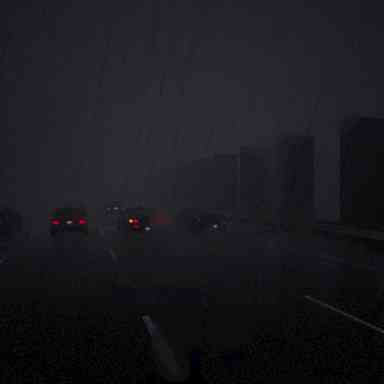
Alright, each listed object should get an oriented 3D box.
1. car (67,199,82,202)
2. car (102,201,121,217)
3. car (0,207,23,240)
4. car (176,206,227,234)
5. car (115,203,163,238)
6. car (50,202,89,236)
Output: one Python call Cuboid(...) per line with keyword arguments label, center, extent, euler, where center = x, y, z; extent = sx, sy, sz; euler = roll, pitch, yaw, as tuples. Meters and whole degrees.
Cuboid(label="car", center=(-12.338, 1.453, 35.010), extent=(1.882, 1.535, 5.008), euler=(0, 0, -19))
Cuboid(label="car", center=(-7.479, 1.527, 31.681), extent=(2.033, 1.411, 5.357), euler=(0, 0, -19))
Cuboid(label="car", center=(-9.838, 1.463, 16.662), extent=(1.882, 1.535, 5.008), euler=(0, 0, -18))
Cuboid(label="car", center=(0.449, 1.517, 18.996), extent=(1.812, 1.442, 4.674), euler=(0, 0, -18))
Cuboid(label="car", center=(-2.804, 1.516, 17.685), extent=(1.812, 1.442, 4.674), euler=(0, 0, -18))
Cuboid(label="car", center=(-6.738, 1.534, 18.446), extent=(2.033, 1.411, 5.357), euler=(0, 0, -18))
